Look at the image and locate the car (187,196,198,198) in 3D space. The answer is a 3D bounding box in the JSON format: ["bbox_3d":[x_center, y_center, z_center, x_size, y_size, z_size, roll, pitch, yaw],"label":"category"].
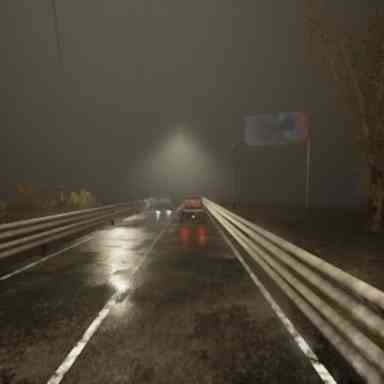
[{"bbox_3d":[0.068,1.256,41.178,2.097,1.767,4.553,0,0,0],"label":"car"}]

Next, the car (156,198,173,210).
[{"bbox_3d":[-3.317,1.453,40.892,2.033,1.411,5.357,0,0,0],"label":"car"}]

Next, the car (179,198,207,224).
[{"bbox_3d":[0.085,1.432,24.360,2.128,1.511,4.902,0,0,0],"label":"car"}]
